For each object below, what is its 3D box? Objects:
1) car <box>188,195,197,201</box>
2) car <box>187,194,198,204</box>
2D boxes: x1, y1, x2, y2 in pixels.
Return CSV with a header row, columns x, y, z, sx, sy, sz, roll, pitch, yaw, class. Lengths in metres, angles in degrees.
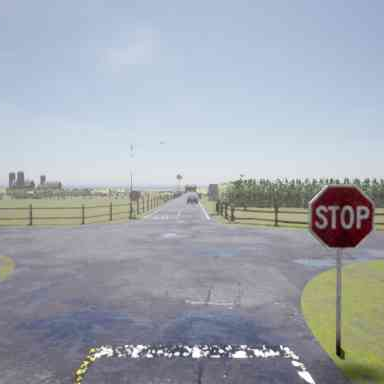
x,y,z,sx,sy,sz,roll,pitch,yaw,class
0.106,1.289,73.535,2.033,1.411,5.357,0,0,0,car
0.091,1.286,63.500,2.097,1.767,4.553,0,0,0,car
